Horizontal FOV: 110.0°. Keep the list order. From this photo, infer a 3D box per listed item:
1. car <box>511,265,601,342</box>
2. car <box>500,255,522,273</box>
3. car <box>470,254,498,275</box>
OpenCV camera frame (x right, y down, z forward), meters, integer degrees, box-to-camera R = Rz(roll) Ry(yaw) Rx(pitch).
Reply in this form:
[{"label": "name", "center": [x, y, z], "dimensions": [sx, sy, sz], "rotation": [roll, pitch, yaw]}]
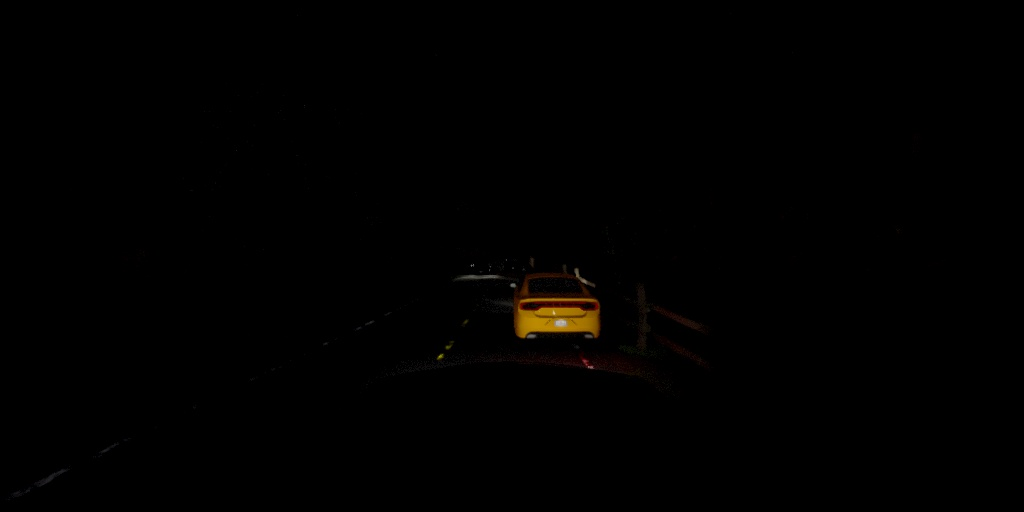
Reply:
[{"label": "car", "center": [0.975, 1.167, 9.582], "dimensions": [1.882, 1.535, 5.008], "rotation": [0, 0, 0]}, {"label": "car", "center": [0.137, 0.945, 37.970], "dimensions": [2.128, 1.511, 4.902], "rotation": [0, 1, 0]}, {"label": "car", "center": [-2.792, 0.835, 34.495], "dimensions": [2.097, 1.767, 4.553], "rotation": [0, 0, 0]}]
